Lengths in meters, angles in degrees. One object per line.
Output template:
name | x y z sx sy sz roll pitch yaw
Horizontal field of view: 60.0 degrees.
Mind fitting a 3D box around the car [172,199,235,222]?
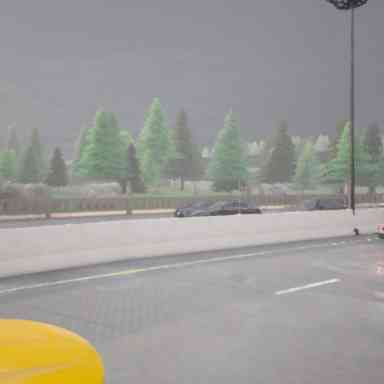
car | 0.831 1.311 24.474 4.181 1.385 1.994 -1 1 -27

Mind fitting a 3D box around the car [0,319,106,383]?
car | -2.893 1.477 1.579 5.008 1.535 1.882 -1 1 -37

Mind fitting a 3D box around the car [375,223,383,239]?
car | 9.534 1.416 13.045 4.718 1.301 1.895 -1 1 -26

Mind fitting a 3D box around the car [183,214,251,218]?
car | 2.127 1.278 21.239 4.892 1.490 1.837 -1 0 -27

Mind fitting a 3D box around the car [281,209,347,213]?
car | 7.300 1.110 19.884 4.553 1.767 2.097 -1 1 -24
